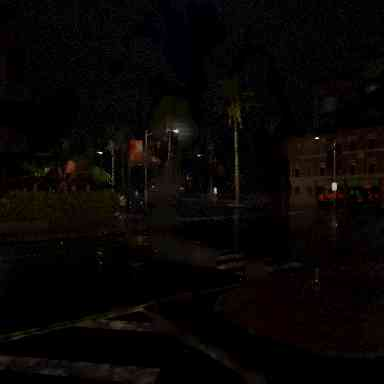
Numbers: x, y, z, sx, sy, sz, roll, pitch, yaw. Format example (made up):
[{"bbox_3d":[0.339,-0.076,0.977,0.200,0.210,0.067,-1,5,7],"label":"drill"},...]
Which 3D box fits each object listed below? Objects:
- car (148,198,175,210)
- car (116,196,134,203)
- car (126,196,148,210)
[{"bbox_3d":[-4.248,1.545,42.920,2.033,1.411,5.357,0,0,-35],"label":"car"},{"bbox_3d":[-13.895,1.519,68.658,1.812,1.442,4.674,0,0,-39],"label":"car"},{"bbox_3d":[-7.841,1.350,41.939,2.097,1.767,4.553,0,0,-35],"label":"car"}]
